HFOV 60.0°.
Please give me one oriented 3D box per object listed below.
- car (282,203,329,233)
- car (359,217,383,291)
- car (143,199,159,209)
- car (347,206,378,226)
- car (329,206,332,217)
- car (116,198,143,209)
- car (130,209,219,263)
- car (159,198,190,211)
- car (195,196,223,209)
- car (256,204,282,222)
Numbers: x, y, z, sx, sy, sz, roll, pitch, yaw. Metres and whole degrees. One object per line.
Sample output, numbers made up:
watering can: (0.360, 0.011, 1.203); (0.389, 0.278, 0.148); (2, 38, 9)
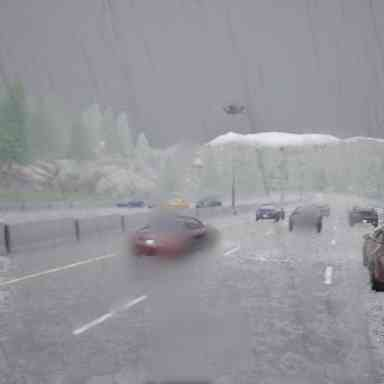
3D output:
car: (7.422, 1.683, 21.345); (2.128, 1.511, 4.902); (1, 0, 24)
car: (5.590, 1.620, 8.674); (1.812, 1.442, 4.674); (1, 0, 24)
car: (-4.411, 1.685, 46.723); (1.837, 1.490, 4.892); (1, -1, 25)
car: (13.215, 1.845, 25.747); (1.837, 1.490, 4.892); (1, -1, 24)
car: (14.442, 1.961, 37.078); (2.128, 1.511, 4.902); (1, 0, 24)
car: (-8.477, 1.570, 46.231); (1.882, 1.535, 5.008); (1, -1, 24)
car: (-0.467, 1.564, 12.276); (1.994, 1.385, 4.181); (1, 0, 24)
car: (-1.911, 1.679, 43.763); (1.882, 1.535, 5.008); (1, -1, 24)
car: (2.419, 1.521, 44.820); (2.150, 2.045, 5.566); (1, -1, 25)
car: (6.769, 1.762, 28.477); (1.812, 1.442, 4.674); (1, -1, 24)
